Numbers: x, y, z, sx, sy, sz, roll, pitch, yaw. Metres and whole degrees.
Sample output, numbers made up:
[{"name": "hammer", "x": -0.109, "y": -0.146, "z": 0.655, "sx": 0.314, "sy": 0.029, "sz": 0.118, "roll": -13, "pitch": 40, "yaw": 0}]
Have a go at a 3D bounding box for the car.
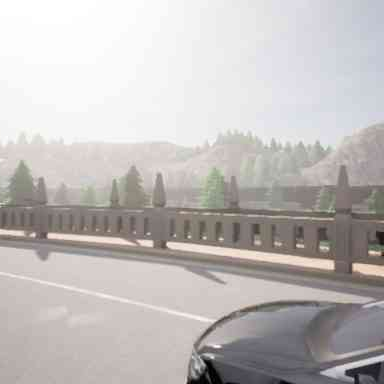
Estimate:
[{"name": "car", "x": 2.164, "y": 1.477, "z": 2.256, "sx": 4.902, "sy": 1.511, "sz": 2.128, "roll": 0, "pitch": 0, "yaw": 36}]
